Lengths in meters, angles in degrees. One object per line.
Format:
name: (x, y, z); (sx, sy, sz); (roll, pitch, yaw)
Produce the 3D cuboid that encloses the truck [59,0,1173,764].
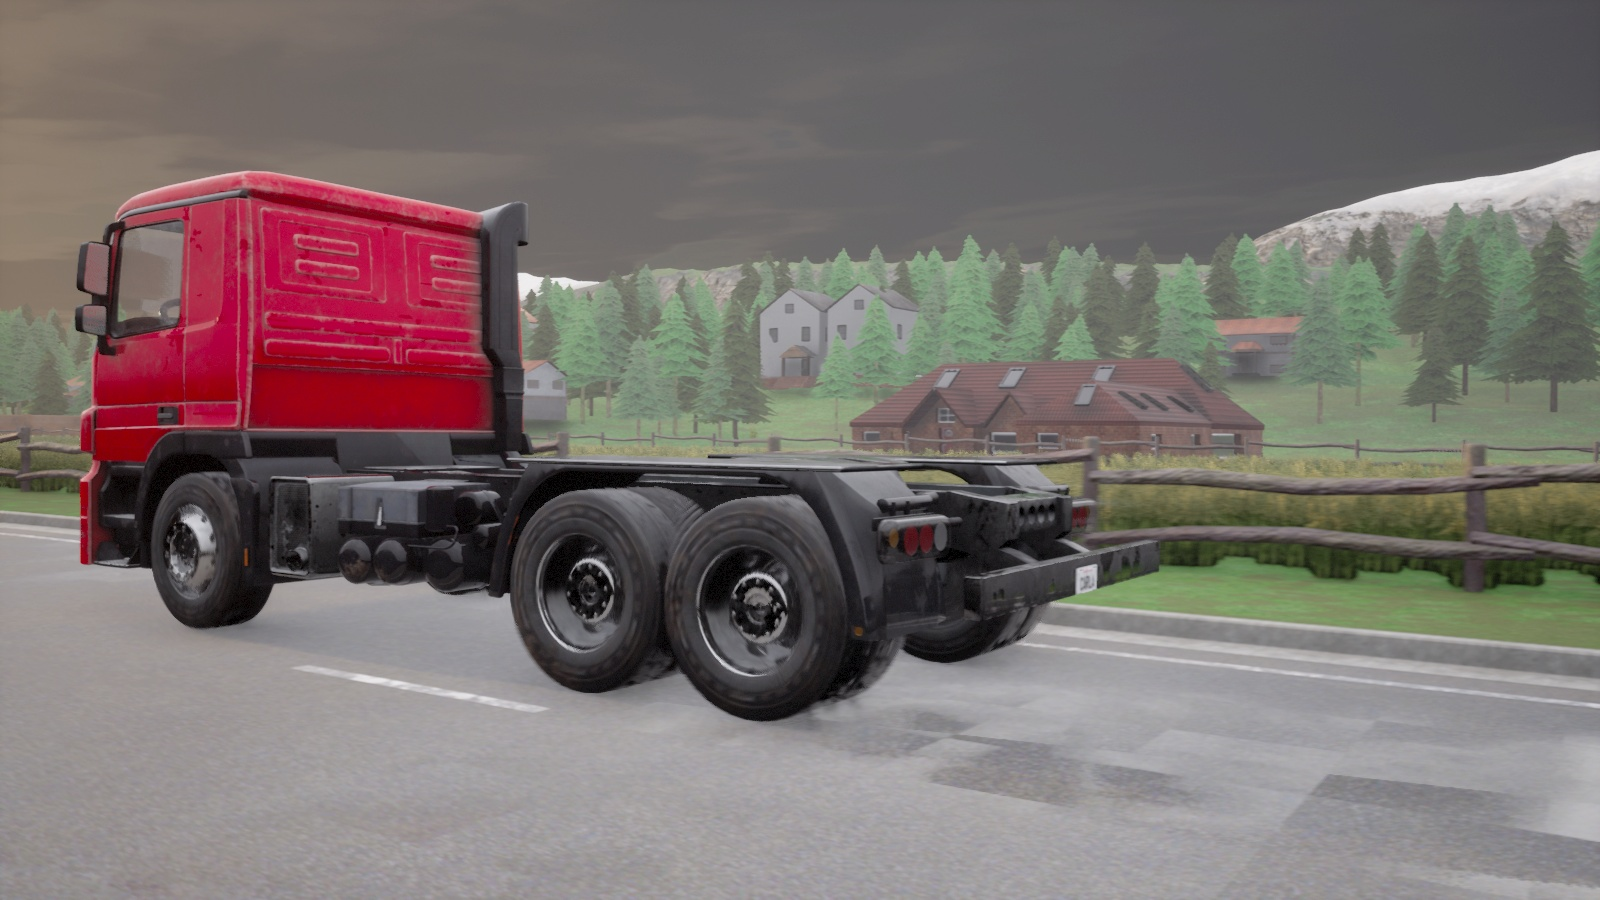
truck: (-1.743, -0.357, 8.964); (7.936, 3.462, 2.891); (0, 1, 34)
